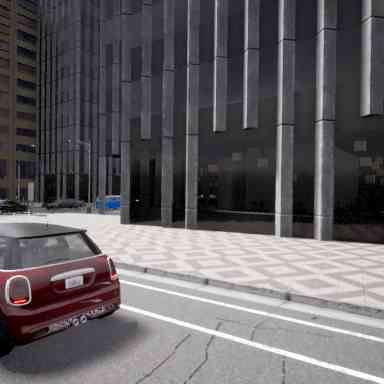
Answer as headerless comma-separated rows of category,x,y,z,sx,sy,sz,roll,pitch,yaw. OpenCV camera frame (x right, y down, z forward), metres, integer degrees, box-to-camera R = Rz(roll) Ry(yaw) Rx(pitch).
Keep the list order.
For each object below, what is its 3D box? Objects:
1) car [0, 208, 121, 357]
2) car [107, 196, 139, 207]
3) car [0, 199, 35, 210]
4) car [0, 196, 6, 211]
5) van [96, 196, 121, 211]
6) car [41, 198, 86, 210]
car,-3.474,1.349,6.155,4.553,1.767,2.097,0,0,35
car,-10.207,1.428,49.578,1.812,1.442,4.674,1,1,36
car,-18.166,1.496,33.150,1.812,1.442,4.674,1,1,37
car,-22.971,1.324,36.432,1.967,1.590,4.097,1,1,36
van,-9.689,1.339,40.271,1.690,1.788,3.998,1,1,36
car,-15.954,1.461,41.608,2.033,1.411,5.357,1,1,36
